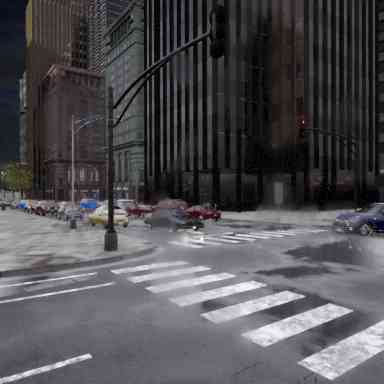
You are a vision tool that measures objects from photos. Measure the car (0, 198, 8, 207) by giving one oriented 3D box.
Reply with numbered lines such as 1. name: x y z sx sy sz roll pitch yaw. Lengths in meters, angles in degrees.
1. car: -41.134 2.666 73.761 1.887 1.381 4.507 -1 0 -35

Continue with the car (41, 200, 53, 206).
1. car: -34.583 2.659 79.261 1.947 1.339 4.313 -1 0 -35

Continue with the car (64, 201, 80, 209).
1. car: -22.551 2.406 62.282 1.802 1.307 4.206 -1 0 -35

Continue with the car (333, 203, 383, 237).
1. car: 9.885 1.362 17.540 4.553 1.767 2.097 -1 -1 -6

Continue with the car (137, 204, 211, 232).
1. car: -1.366 1.791 22.203 2.033 1.411 5.357 0 -1 -35

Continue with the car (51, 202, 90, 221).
1. car: -11.930 2.004 32.546 2.008 1.369 4.403 -1 0 -35

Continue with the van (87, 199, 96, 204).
1. van: -16.940 2.037 54.419 1.690 1.788 3.998 -1 0 -35

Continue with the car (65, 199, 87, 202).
1. car: -15.276 1.927 41.926 2.097 1.767 4.553 0 -1 -34

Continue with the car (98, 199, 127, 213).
1. car: -11.067 1.875 46.111 2.192 1.841 5.009 -1 0 -35

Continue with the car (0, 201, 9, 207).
1. car: -44.242 2.770 78.148 1.802 1.307 4.206 -1 0 -35

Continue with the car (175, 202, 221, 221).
1. car: 0.683 1.828 29.495 1.887 1.381 4.507 -1 0 -35

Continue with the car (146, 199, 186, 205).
1. car: -2.258 1.668 33.649 2.192 1.841 5.009 -1 0 -35

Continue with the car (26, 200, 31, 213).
1. car: -20.405 2.195 44.506 1.887 1.381 4.507 -1 0 -35

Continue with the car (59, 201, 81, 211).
1. car: -19.615 2.210 53.508 2.128 1.511 4.902 0 0 -35

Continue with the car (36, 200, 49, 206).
1. car: -37.590 2.709 83.505 2.008 1.369 4.403 -1 0 -35

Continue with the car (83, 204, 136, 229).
1. car: -6.183 1.843 24.435 1.752 1.417 4.829 -1 0 -35

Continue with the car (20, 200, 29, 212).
1. car: -23.231 2.156 48.492 1.967 1.590 4.097 -1 0 -35

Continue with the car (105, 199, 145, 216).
1. car: -7.437 1.788 36.348 2.097 1.767 4.553 0 0 -35

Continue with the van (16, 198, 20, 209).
1. van: -26.058 2.122 52.479 1.690 1.788 3.998 -1 0 -35

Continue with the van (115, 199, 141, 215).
1. van: -8.131 1.832 41.957 1.690 1.788 3.998 -1 0 -35

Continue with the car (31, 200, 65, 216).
1. car: -17.585 1.900 40.519 2.192 1.841 5.009 -1 0 -35

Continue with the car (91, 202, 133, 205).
1. car: -7.560 1.916 31.000 1.812 1.442 4.674 0 -1 -35

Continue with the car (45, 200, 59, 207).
1. car: -31.574 2.594 75.015 1.947 1.339 4.313 -1 0 -35

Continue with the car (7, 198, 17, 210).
1. car: -31.809 2.353 60.597 1.967 1.590 4.097 -1 0 -35
